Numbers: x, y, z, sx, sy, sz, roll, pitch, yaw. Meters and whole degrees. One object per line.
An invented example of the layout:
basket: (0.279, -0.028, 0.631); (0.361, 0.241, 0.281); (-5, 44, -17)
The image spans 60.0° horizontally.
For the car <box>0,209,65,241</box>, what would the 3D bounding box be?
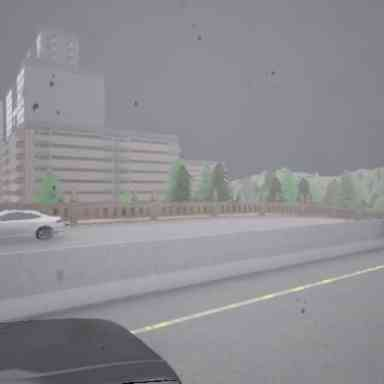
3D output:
car: (-8.325, 1.532, 15.252); (4.674, 1.442, 1.812); (0, 0, -36)

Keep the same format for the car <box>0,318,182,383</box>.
car: (-2.606, 1.544, 1.890); (5.357, 1.411, 2.033); (0, 0, -36)
